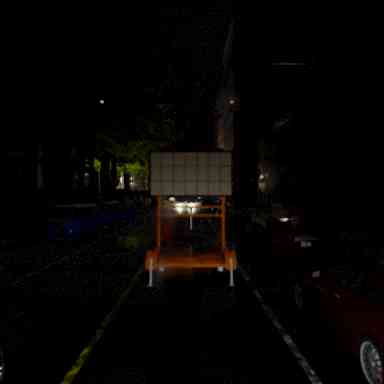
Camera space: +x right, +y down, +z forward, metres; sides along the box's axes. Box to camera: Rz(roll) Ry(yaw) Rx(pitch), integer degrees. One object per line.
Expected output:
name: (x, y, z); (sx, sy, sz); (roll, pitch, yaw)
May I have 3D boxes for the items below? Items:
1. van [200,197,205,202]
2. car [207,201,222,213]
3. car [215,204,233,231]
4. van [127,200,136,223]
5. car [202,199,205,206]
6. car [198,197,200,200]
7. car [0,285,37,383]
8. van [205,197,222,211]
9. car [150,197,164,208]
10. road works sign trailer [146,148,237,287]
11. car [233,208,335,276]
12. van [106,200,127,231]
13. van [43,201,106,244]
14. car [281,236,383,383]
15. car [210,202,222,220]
van: (2.709, 1.756, 55.906); (1.690, 1.788, 3.998); (0, 0, 0)
car: (2.769, 1.841, 33.264); (1.802, 1.307, 4.206); (0, 0, 0)
car: (2.799, 1.721, 21.943); (1.887, 1.381, 4.507); (0, 0, 0)
van: (-5.742, 1.560, 27.555); (1.690, 1.788, 3.998); (0, 0, 0)
car: (2.739, 1.884, 44.584); (1.887, 1.381, 4.507); (0, 0, 0)
car: (2.694, 2.017, 61.565); (1.947, 1.339, 4.313); (0, 0, 0)
car: (-3.003, 1.567, 2.173); (2.033, 1.411, 5.357); (0, 0, 0)
van: (2.753, 1.641, 38.925); (1.690, 1.788, 3.998); (0, 0, 0)
car: (-5.816, 1.730, 55.844); (2.192, 1.841, 5.009); (0, 0, 0)
road works sign trailer: (-0.023, 0.544, 9.577); (2.380, 3.560, 2.880); (0, 0, 0)
car: (2.827, 1.403, 10.624); (2.192, 1.841, 5.009); (0, 0, 0)
van: (-5.727, 1.518, 21.897); (1.690, 1.788, 3.998); (0, 0, 0)
van: (-5.712, 1.474, 16.239); (1.690, 1.788, 3.998); (0, 0, 0)
car: (2.844, 1.624, 4.962); (1.802, 1.307, 4.206); (0, 0, 0)
car: (2.784, 1.800, 27.603); (1.802, 1.307, 4.206); (0, 0, 0)
